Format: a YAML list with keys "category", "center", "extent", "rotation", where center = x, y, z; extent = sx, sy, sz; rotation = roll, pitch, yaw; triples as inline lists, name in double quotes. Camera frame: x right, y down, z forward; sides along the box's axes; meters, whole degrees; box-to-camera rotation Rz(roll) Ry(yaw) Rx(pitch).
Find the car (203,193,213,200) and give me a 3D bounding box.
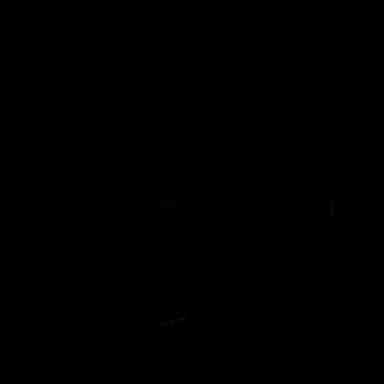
- category: "car"
  center: [3.240, 1.083, 75.501]
  extent: [1.882, 1.535, 5.008]
  rotation: [0, 0, -14]
